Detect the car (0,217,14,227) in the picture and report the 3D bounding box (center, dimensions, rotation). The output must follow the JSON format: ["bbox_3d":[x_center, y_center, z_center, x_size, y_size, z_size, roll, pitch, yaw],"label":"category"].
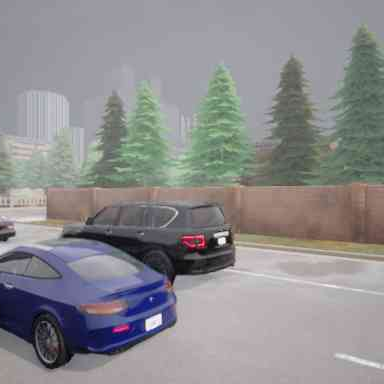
[{"bbox_3d":[-10.286,1.598,15.662,5.357,1.411,2.033,0,0,38],"label":"car"}]

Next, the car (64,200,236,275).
[{"bbox_3d":[-1.474,1.241,9.358,5.566,2.045,2.150,0,0,36],"label":"car"}]

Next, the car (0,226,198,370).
[{"bbox_3d":[-2.369,1.540,5.699,4.674,1.442,1.812,0,0,36],"label":"car"}]
